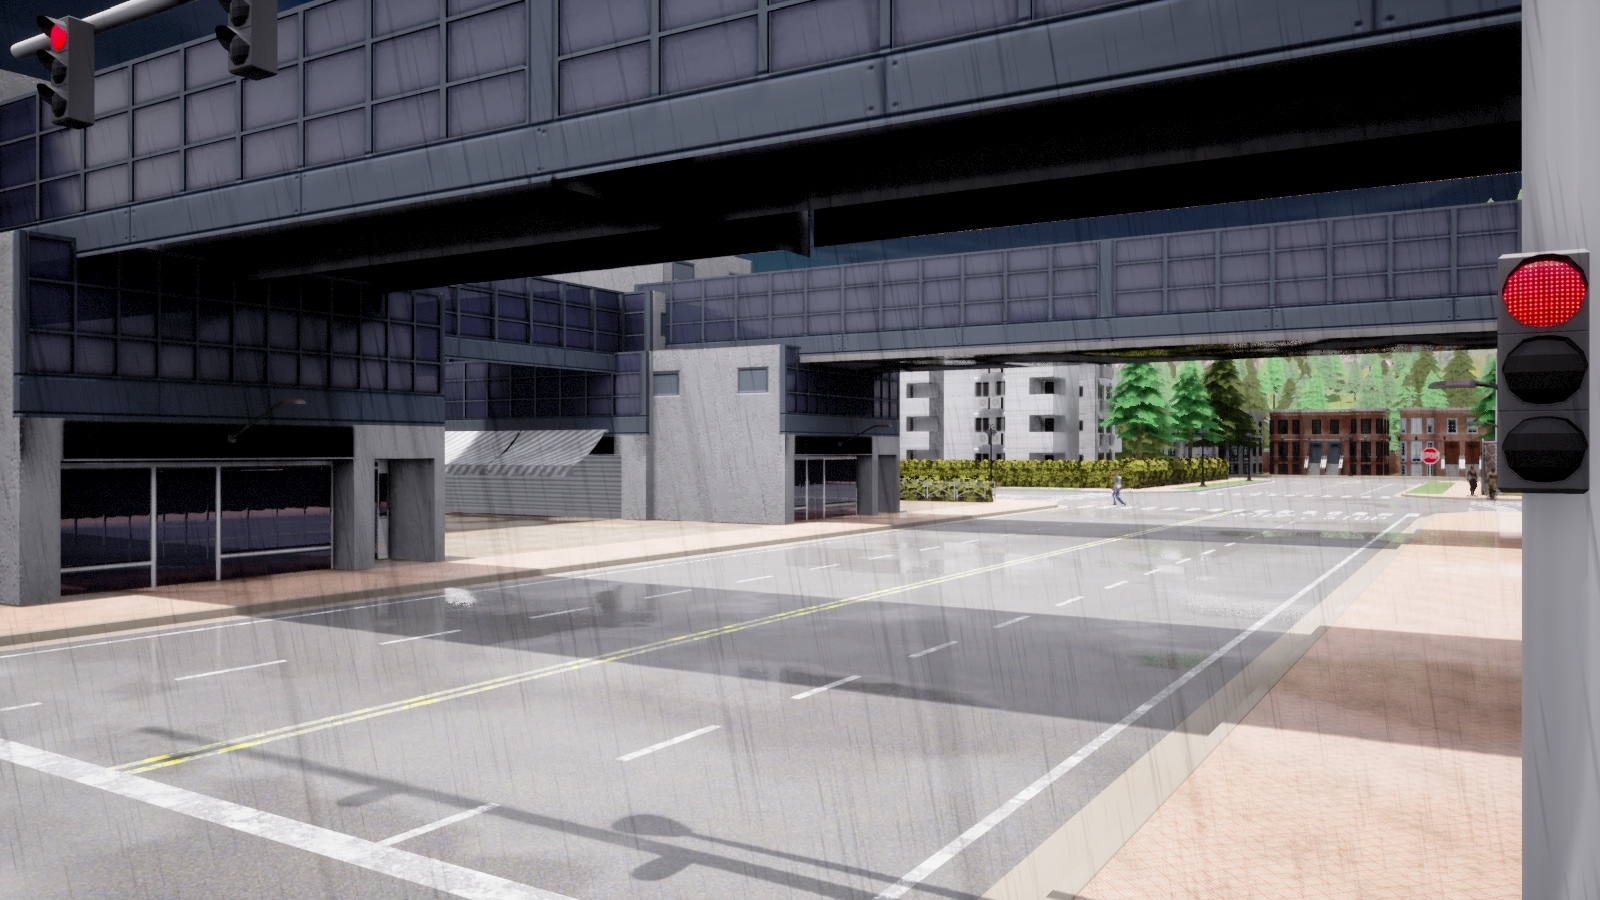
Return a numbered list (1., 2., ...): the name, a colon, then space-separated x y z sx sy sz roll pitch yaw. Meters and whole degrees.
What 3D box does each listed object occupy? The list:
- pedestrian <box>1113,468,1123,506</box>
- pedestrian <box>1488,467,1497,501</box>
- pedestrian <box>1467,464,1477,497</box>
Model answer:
1. pedestrian: 15.791 1.848 56.695 0.375 1.860 0.375 0 0 31
2. pedestrian: 38.024 1.848 62.726 0.375 1.860 0.375 0 0 23
3. pedestrian: 37.959 1.698 64.529 0.375 1.860 0.375 0 0 10
